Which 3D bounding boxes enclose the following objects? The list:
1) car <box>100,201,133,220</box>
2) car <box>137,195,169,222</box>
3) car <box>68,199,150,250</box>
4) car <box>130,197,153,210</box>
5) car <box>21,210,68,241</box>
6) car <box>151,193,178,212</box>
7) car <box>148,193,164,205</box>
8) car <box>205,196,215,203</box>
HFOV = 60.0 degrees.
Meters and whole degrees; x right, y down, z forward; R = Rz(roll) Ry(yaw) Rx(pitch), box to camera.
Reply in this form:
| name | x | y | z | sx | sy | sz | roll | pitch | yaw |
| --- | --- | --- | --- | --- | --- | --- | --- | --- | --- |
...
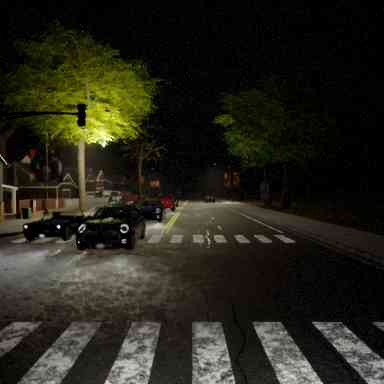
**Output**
| name | x | y | z | sx | sy | sz | roll | pitch | yaw |
| --- | --- | --- | --- | --- | --- | --- | --- | --- | --- |
| car | -6.450 | 1.517 | 29.056 | 1.812 | 1.442 | 4.674 | 0 | 0 | 0 |
| car | -3.223 | 1.345 | 25.765 | 2.097 | 1.767 | 4.553 | 0 | 0 | 0 |
| car | -3.280 | 1.347 | 14.192 | 2.097 | 1.767 | 4.553 | 0 | 0 | 0 |
| car | -6.383 | 1.486 | 42.780 | 2.128 | 1.511 | 4.902 | 0 | 0 | 0 |
| car | -6.519 | 1.596 | 16.655 | 1.895 | 1.301 | 4.718 | 0 | 0 | 0 |
| car | -3.153 | 1.218 | 39.707 | 2.150 | 2.045 | 5.566 | 0 | 0 | 0 |
| car | -6.218 | 1.131 | 58.223 | 2.150 | 2.045 | 5.566 | 0 | 0 | 0 |
| car | 3.677 | 1.506 | 67.636 | 1.837 | 1.490 | 4.892 | 0 | 0 | 1 |
